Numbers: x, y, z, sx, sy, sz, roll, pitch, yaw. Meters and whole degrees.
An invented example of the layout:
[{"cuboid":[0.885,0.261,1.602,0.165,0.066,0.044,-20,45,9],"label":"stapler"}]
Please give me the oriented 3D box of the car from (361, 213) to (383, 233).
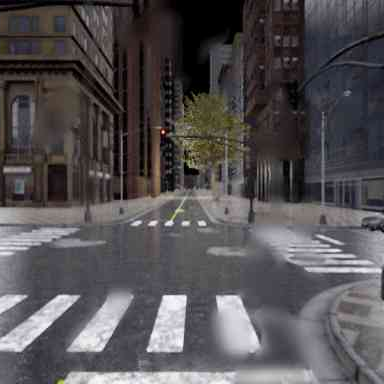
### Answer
[{"cuboid":[11.879,1.602,18.705,4.403,1.369,2.008,0,0,0],"label":"car"}]
